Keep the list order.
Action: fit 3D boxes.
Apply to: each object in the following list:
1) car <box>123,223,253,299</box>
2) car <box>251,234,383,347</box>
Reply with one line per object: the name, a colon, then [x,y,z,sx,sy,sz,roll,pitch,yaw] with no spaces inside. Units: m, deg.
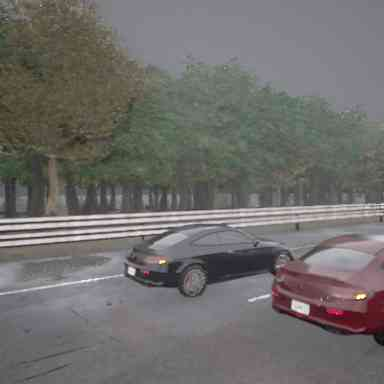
car: [0.579,1.525,8.460,4.674,1.442,1.812,0,0,-36]
car: [3.461,1.525,6.220,4.674,1.442,1.812,0,0,-36]
